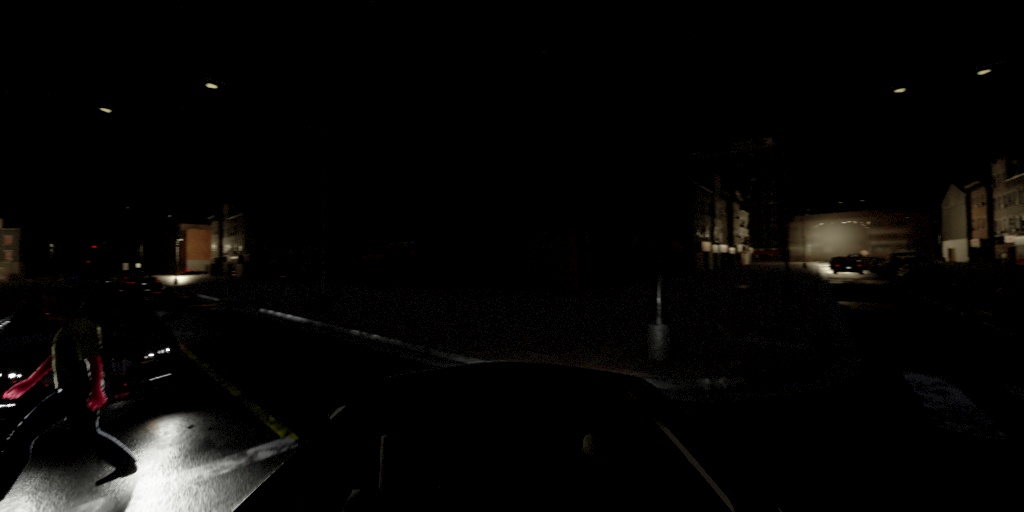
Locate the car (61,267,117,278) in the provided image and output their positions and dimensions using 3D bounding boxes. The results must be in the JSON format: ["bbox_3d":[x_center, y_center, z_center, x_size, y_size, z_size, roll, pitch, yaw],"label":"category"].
[{"bbox_3d":[-30.259,1.802,25.586,5.566,2.045,2.150,-2,-1,38],"label":"car"}]

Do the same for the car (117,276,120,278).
[{"bbox_3d":[-37.801,2.343,35.615,5.008,1.535,1.882,-2,-1,41],"label":"car"}]

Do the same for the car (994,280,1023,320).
[{"bbox_3d":[13.169,1.054,8.301,1.888,1.381,4.507,0,0,40],"label":"car"}]

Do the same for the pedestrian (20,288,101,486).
[{"bbox_3d":[-3.814,1.106,3.049,0.375,1.860,0.375,-2,-1,40],"label":"pedestrian"}]

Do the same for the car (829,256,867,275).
[{"bbox_3d":[30.086,0.943,32.205,1.994,1.385,4.181,-2,-1,41],"label":"car"}]

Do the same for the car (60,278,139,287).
[{"bbox_3d":[-14.509,1.667,12.247,5.357,1.411,2.033,-2,-1,41],"label":"car"}]

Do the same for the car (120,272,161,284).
[{"bbox_3d":[-30.253,2.207,29.306,4.181,1.385,1.994,-2,-1,41],"label":"car"}]

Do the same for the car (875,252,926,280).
[{"bbox_3d":[27.235,0.679,24.888,2.192,1.841,5.009,0,0,40],"label":"car"}]

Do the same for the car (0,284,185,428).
[{"bbox_3d":[-6.997,1.397,5.920,4.902,1.511,2.128,-2,-1,40],"label":"car"}]

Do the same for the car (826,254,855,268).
[{"bbox_3d":[37.073,0.826,40.592,1.837,1.490,4.892,-2,-1,40],"label":"car"}]

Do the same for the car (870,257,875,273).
[{"bbox_3d":[30.752,0.914,29.035,1.802,1.307,4.207,0,0,40],"label":"car"}]

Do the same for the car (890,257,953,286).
[{"bbox_3d":[23.718,0.944,20.741,1.888,1.381,4.507,0,0,40],"label":"car"}]

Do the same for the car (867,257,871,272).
[{"bbox_3d":[34.268,0.882,33.181,1.802,1.307,4.207,0,0,40],"label":"car"}]

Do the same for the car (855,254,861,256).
[{"bbox_3d":[41.302,0.792,41.475,2.007,1.370,4.403,0,0,40],"label":"car"}]

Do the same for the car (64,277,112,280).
[{"bbox_3d":[-22.117,1.941,18.657,4.718,1.301,1.895,-2,-1,40],"label":"car"}]
